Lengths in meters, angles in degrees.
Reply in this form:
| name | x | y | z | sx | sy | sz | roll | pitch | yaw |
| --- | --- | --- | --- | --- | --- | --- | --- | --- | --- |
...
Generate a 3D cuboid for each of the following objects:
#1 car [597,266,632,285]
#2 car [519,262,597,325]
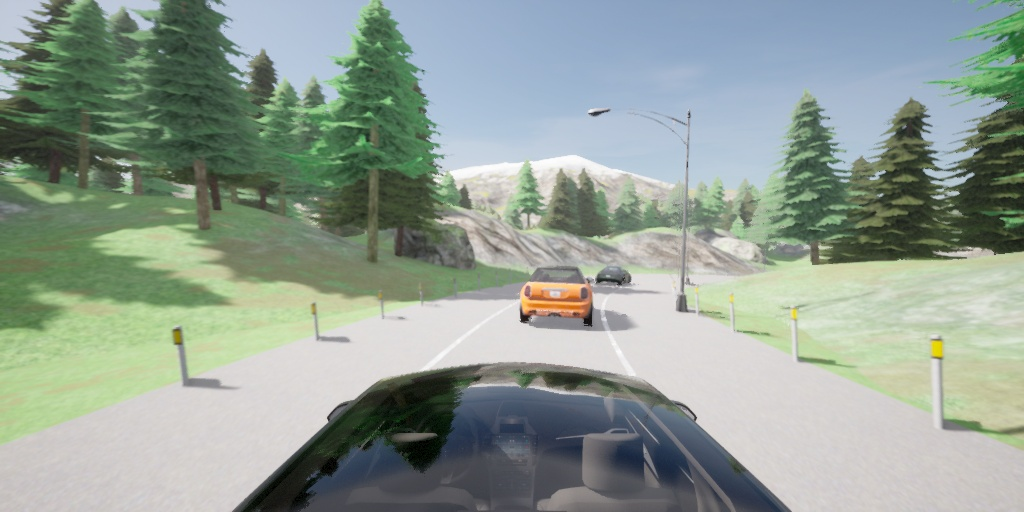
| name | x | y | z | sx | sy | sz | roll | pitch | yaw |
| --- | --- | --- | --- | --- | --- | --- | --- | --- | --- |
| car | 8.163 | 1.508 | 28.508 | 1.994 | 1.385 | 4.181 | 3 | 0 | 30 |
| car | 1.604 | 1.085 | 11.997 | 2.097 | 1.767 | 4.553 | 1 | 0 | 11 |
